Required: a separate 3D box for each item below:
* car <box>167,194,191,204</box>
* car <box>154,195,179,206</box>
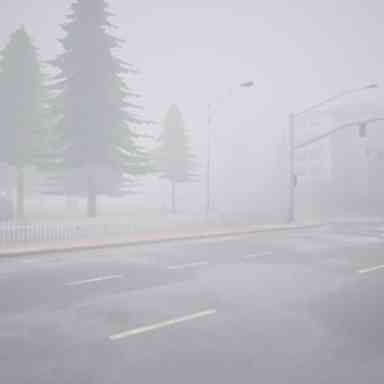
[{"bbox_3d":[-2.380,1.284,55.324,2.150,2.045,5.566,0,0,-34],"label":"car"},{"bbox_3d":[-4.417,1.575,52.057,1.812,1.442,4.674,0,0,-34],"label":"car"}]
